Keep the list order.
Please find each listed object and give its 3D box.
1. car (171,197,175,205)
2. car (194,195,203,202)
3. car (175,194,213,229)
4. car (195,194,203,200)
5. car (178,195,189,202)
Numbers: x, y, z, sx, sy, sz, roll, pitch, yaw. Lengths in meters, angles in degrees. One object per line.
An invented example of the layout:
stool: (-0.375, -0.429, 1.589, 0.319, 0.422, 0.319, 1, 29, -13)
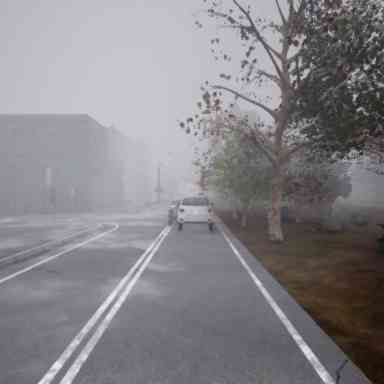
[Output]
car: (-2.433, 1.486, 55.816, 1.812, 1.442, 4.674, 0, 0, 2)
car: (1.485, 1.468, 74.874, 1.895, 1.301, 4.718, 0, 0, 2)
car: (0.245, 1.253, 22.013, 2.150, 2.045, 5.566, 0, 0, 1)
car: (1.785, 1.172, 84.844, 1.837, 1.490, 4.892, 0, 0, 2)
car: (-1.868, 1.436, 71.605, 2.033, 1.411, 5.357, 0, 0, 2)
